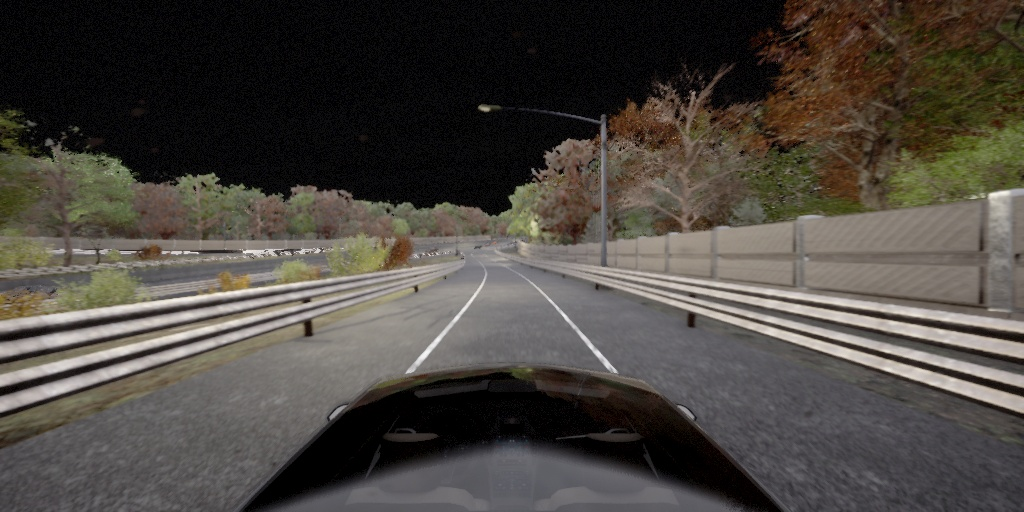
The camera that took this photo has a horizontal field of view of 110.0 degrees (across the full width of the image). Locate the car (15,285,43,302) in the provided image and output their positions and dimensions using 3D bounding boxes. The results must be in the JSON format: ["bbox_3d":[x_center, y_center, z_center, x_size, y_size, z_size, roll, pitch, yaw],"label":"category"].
[{"bbox_3d":[-41.172,3.464,32.999,1.895,1.301,4.718,1,4,15],"label":"car"}]

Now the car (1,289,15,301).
[{"bbox_3d":[-44.579,3.406,33.800,1.895,1.301,4.718,1,4,15],"label":"car"}]

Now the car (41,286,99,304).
[{"bbox_3d":[-37.781,3.453,32.108,1.812,1.442,4.674,1,4,15],"label":"car"}]
